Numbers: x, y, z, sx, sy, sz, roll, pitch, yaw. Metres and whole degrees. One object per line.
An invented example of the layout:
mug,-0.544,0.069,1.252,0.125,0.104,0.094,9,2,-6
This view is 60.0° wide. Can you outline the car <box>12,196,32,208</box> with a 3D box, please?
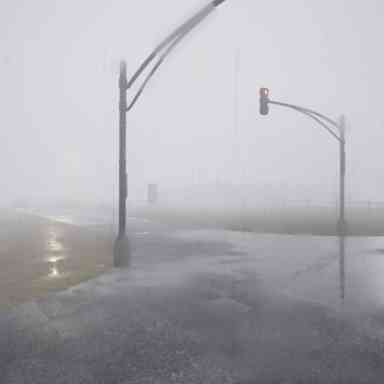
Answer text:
car,-26.096,1.450,51.039,2.097,1.767,4.553,0,0,-36
